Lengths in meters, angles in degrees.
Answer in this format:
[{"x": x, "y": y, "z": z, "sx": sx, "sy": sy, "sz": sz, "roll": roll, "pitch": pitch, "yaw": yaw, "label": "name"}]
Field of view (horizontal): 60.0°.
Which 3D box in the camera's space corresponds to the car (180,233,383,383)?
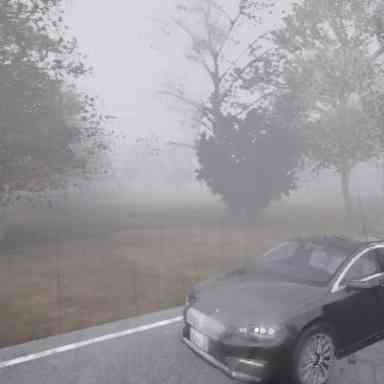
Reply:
[{"x": 2.144, "y": 1.465, "z": 5.249, "sx": 4.902, "sy": 1.511, "sz": 2.128, "roll": 0, "pitch": 0, "yaw": -33, "label": "car"}]
